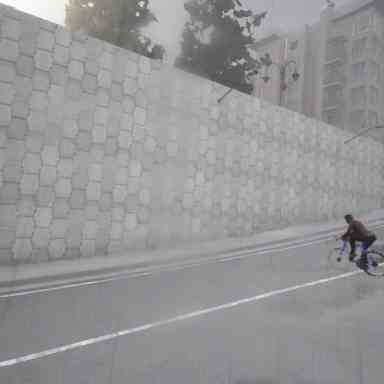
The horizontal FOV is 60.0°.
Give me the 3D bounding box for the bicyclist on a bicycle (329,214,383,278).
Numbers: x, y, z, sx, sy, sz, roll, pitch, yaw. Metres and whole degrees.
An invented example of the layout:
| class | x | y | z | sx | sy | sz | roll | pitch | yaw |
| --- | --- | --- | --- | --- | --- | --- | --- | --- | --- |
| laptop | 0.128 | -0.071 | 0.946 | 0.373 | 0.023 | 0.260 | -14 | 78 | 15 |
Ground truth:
| class | x | y | z | sx | sy | sz | roll | pitch | yaw |
| --- | --- | --- | --- | --- | --- | --- | --- | --- | --- |
| bicyclist on a bicycle | 4.405 | 1.421 | 8.957 | 0.582 | 1.620 | 1.656 | 0 | -2 | -35 |
